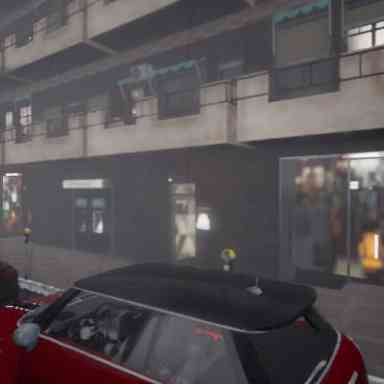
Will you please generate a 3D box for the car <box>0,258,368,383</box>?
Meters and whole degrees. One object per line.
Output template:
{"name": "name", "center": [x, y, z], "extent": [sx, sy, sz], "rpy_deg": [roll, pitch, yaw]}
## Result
{"name": "car", "center": [-0.569, 1.452, 3.274], "extent": [4.097, 1.590, 1.967], "rpy_deg": [0, 0, 35]}
